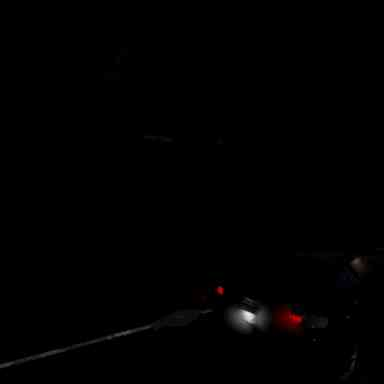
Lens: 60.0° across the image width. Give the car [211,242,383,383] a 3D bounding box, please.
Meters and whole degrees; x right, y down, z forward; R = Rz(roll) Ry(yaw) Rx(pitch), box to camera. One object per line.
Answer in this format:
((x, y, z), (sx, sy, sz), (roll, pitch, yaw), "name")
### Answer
((2.349, 1.534, 5.347), (4.181, 1.385, 1.994), (0, 0, -35), "car")
